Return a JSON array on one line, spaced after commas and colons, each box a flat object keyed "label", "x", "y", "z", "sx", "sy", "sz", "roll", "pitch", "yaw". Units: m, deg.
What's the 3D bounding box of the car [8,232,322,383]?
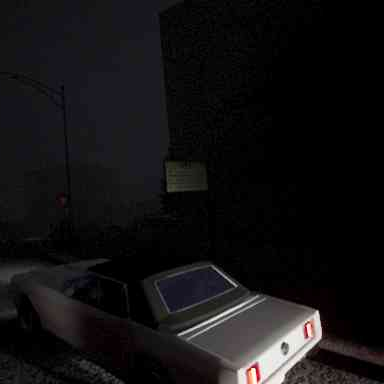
[{"label": "car", "x": -0.825, "y": 1.578, "z": 4.775, "sx": 4.718, "sy": 1.301, "sz": 1.895, "roll": 1, "pitch": 1, "yaw": 41}]

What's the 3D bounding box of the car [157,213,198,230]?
[{"label": "car", "x": -2.211, "y": 4.465, "z": 49.999, "sx": 5.566, "sy": 2.045, "sz": 2.435, "roll": -7, "pitch": -8, "yaw": 21}]

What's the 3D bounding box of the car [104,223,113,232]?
[{"label": "car", "x": -12.754, "y": 6.324, "z": 56.958, "sx": 5.366, "sy": 1.575, "sz": 1.946, "roll": -7, "pitch": -8, "yaw": 21}]

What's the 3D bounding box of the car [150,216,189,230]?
[{"label": "car", "x": -3.190, "y": 4.462, "z": 47.433, "sx": 5.008, "sy": 1.535, "sz": 2.097, "roll": -7, "pitch": -8, "yaw": 21}]

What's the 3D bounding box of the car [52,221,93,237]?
[{"label": "car", "x": -14.537, "y": 4.611, "z": 39.921, "sx": 1.895, "sy": 1.301, "sz": 4.718, "roll": -7, "pitch": -6, "yaw": 23}]

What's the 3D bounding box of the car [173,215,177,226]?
[{"label": "car", "x": -4.217, "y": 4.247, "z": 44.802, "sx": 4.792, "sy": 1.488, "sz": 2.163, "roll": -7, "pitch": -7, "yaw": 21}]

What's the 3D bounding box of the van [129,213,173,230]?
[{"label": "van", "x": -5.193, "y": 3.769, "z": 42.223, "sx": 4.442, "sy": 1.987, "sz": 1.878, "roll": -7, "pitch": -7, "yaw": 21}]

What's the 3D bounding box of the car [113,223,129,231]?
[{"label": "car", "x": -9.600, "y": 5.560, "z": 52.089, "sx": 2.033, "sy": 1.411, "sz": 5.357, "roll": -7, "pitch": -8, "yaw": 21}]

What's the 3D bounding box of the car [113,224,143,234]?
[{"label": "car", "x": -11.510, "y": 6.591, "z": 59.453, "sx": 4.792, "sy": 1.488, "sz": 2.163, "roll": -7, "pitch": -8, "yaw": 21}]

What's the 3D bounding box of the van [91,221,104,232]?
[{"label": "van", "x": -15.875, "y": 5.340, "z": 49.127, "sx": 4.442, "sy": 1.987, "sz": 1.878, "roll": -7, "pitch": -7, "yaw": 21}]
